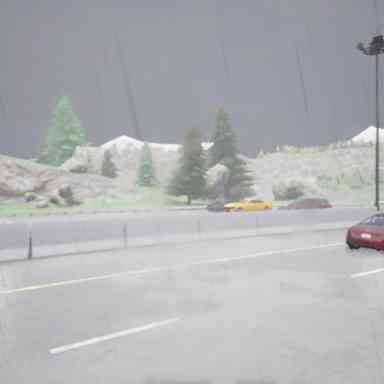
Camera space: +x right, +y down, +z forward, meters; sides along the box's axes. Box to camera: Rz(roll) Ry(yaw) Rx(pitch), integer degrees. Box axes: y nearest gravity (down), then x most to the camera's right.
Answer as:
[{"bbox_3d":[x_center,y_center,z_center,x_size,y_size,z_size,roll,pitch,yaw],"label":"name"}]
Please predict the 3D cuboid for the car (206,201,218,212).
[{"bbox_3d":[3.570,1.396,34.419,4.181,1.385,1.994,0,0,-27],"label":"car"}]

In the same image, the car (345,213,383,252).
[{"bbox_3d":[7.795,1.490,12.583,4.181,1.385,1.994,0,0,-30],"label":"car"}]

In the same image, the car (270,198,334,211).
[{"bbox_3d":[8.572,1.229,25.185,4.553,1.767,2.097,0,0,-27],"label":"car"}]

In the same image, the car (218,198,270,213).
[{"bbox_3d":[5.343,1.333,31.396,5.008,1.535,1.882,0,0,-27],"label":"car"}]
